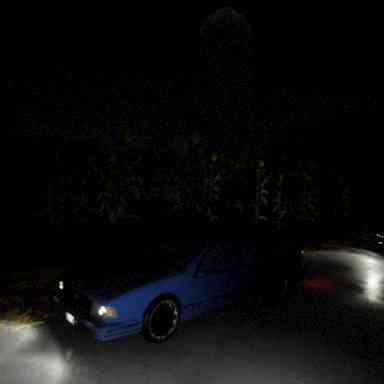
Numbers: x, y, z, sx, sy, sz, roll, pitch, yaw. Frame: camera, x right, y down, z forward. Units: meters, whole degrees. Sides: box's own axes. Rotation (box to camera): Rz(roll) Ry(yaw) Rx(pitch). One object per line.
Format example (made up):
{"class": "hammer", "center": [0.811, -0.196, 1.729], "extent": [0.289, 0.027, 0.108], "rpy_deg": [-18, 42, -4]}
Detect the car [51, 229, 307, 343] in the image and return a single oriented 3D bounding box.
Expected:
{"class": "car", "center": [0.236, 1.488, 6.555], "extent": [5.357, 1.411, 2.033], "rpy_deg": [2, 1, -42]}

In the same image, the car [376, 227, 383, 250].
{"class": "car", "center": [10.122, 1.865, 15.112], "extent": [5.008, 1.535, 1.882], "rpy_deg": [3, 0, -41]}
